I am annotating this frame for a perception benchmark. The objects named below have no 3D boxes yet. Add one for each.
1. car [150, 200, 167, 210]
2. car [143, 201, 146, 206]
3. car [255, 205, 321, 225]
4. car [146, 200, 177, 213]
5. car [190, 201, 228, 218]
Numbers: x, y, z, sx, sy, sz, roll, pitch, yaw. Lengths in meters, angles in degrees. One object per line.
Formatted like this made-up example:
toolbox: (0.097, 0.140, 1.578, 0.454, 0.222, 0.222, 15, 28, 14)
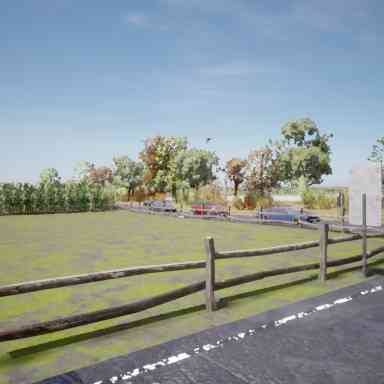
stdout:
car: (-5.585, 2.149, 55.117, 1.812, 1.442, 4.674, -1, -1, -17)
car: (-8.260, 2.224, 64.390, 2.128, 1.511, 4.902, 0, 0, -16)
car: (7.506, 1.783, 26.676, 2.033, 1.411, 5.357, -1, 0, -35)
car: (-3.846, 2.062, 43.923, 2.033, 1.411, 5.357, -1, 0, -29)
car: (1.743, 1.728, 35.070, 2.097, 1.767, 4.553, -1, 0, -33)
